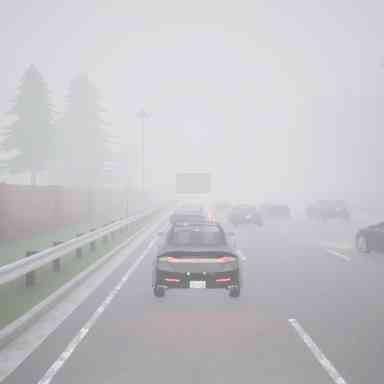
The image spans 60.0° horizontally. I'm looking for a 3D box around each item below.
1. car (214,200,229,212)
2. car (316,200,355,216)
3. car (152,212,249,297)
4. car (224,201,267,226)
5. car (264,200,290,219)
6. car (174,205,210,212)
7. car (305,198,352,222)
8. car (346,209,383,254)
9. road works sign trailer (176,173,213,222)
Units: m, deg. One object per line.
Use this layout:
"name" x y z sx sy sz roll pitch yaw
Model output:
"car" 3.628 1.601 39.155 1.895 1.301 4.718 0 0 0
"car" 14.125 1.563 32.997 1.994 1.385 4.181 0 0 0
"car" 0.106 1.492 8.555 2.128 1.511 4.902 0 0 0
"car" 3.616 1.563 23.248 1.994 1.385 4.181 0 0 0
"car" 7.120 1.477 29.193 1.882 1.535 5.008 0 0 0
"car" -0.049 1.474 19.004 1.882 1.535 5.008 0 0 6
"car" 10.620 1.352 26.384 2.097 1.767 4.553 0 0 0
"car" 7.108 1.504 10.668 1.837 1.490 4.892 0 0 0
"road works sign trailer" 0.075 0.464 22.921 2.380 3.560 2.880 0 0 0
